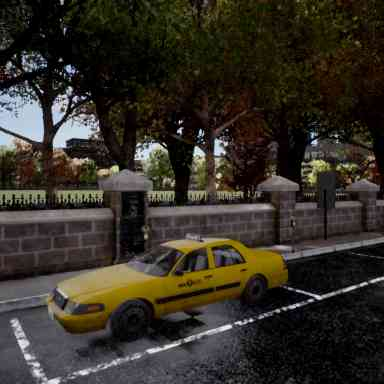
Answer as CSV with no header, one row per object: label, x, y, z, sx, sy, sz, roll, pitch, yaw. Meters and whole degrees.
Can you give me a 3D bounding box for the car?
car,-0.180,1.525,6.441,4.829,1.417,1.752,0,0,-36
